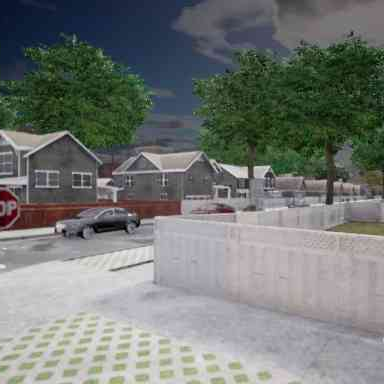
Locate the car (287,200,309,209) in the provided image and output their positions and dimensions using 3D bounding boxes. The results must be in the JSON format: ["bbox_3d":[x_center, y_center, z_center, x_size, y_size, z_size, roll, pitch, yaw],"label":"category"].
[{"bbox_3d":[14.192,1.771,44.464,2.128,1.511,4.902,0,0,36],"label":"car"}]

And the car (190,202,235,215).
[{"bbox_3d":[1.721,1.618,26.993,1.882,1.535,5.008,0,0,35],"label":"car"}]

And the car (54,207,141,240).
[{"bbox_3d":[-4.853,1.562,17.711,2.128,1.511,4.902,0,0,35],"label":"car"}]
